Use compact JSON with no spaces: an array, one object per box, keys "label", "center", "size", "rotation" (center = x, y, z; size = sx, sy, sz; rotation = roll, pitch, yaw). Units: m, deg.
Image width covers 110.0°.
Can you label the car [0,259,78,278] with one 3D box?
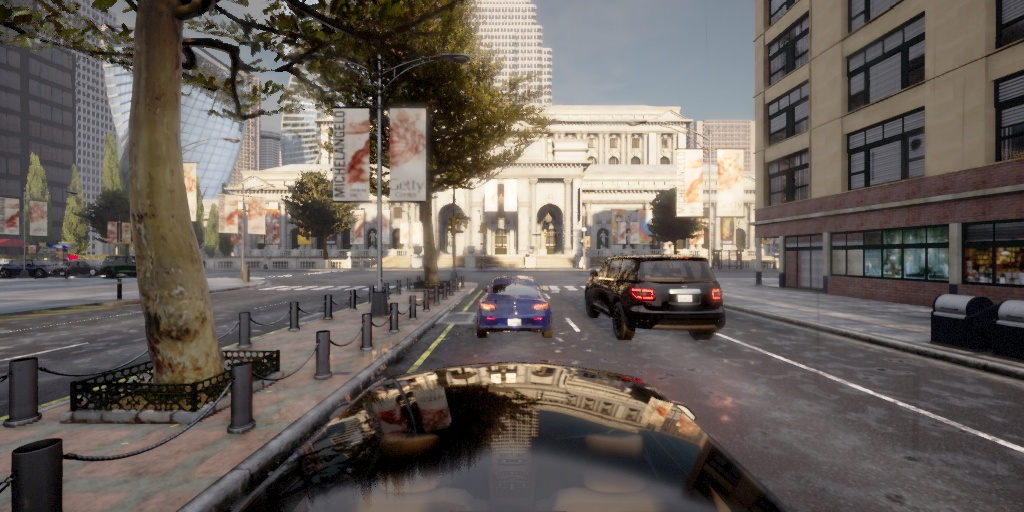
[{"label":"car","center":[-45.075,1.102,34.076],"size":[4.553,1.767,2.097],"rotation":[0,0,-2]}]

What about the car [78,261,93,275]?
[{"label":"car","center":[-44.446,1.255,37.599],"size":[4.892,1.490,1.837],"rotation":[0,0,-1]}]

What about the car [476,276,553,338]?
[{"label":"car","center":[0.074,1.276,10.089],"size":[1.812,1.442,4.674],"rotation":[0,0,0]}]

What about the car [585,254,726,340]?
[{"label":"car","center":[3.580,0.971,10.099],"size":[2.150,2.045,5.566],"rotation":[0,0,0]}]

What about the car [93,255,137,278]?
[{"label":"car","center":[-35.664,0.971,34.155],"size":[5.566,2.045,2.150],"rotation":[0,0,0]}]
